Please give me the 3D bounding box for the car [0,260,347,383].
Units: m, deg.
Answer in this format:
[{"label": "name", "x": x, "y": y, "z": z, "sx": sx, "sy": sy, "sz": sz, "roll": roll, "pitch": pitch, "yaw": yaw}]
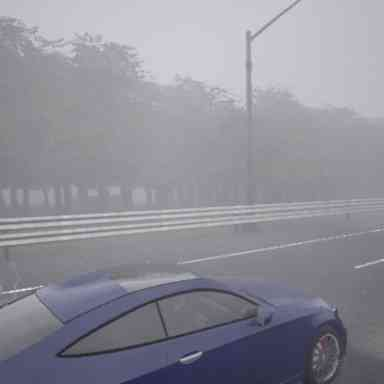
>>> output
[{"label": "car", "x": -0.287, "y": 1.499, "z": 3.542, "sx": 4.674, "sy": 1.442, "sz": 1.812, "roll": -1, "pitch": 1, "yaw": -35}]
